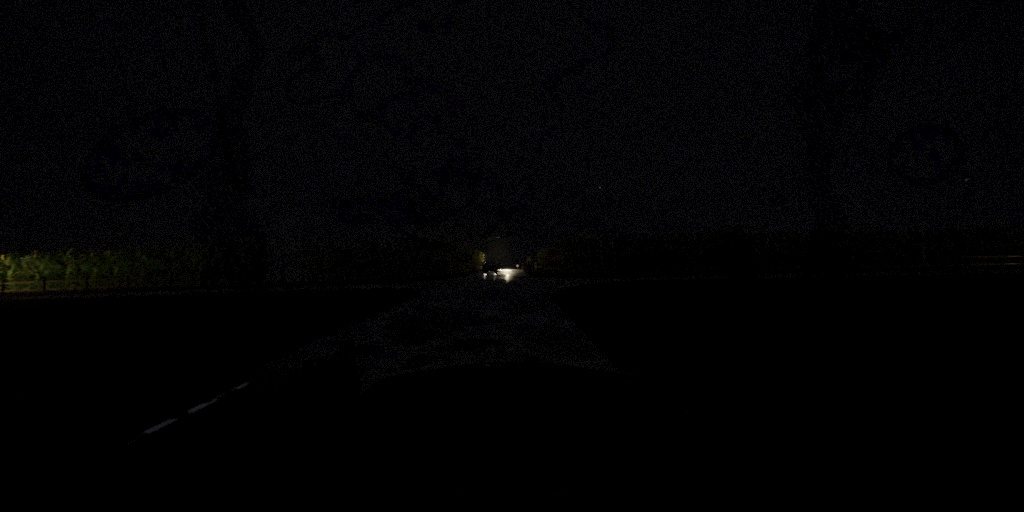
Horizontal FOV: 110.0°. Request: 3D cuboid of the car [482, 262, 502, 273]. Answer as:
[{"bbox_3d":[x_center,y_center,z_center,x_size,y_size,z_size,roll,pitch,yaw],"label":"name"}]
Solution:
[{"bbox_3d":[-2.751,1.486,46.189,2.033,1.411,5.357,0,0,0],"label":"car"}]
